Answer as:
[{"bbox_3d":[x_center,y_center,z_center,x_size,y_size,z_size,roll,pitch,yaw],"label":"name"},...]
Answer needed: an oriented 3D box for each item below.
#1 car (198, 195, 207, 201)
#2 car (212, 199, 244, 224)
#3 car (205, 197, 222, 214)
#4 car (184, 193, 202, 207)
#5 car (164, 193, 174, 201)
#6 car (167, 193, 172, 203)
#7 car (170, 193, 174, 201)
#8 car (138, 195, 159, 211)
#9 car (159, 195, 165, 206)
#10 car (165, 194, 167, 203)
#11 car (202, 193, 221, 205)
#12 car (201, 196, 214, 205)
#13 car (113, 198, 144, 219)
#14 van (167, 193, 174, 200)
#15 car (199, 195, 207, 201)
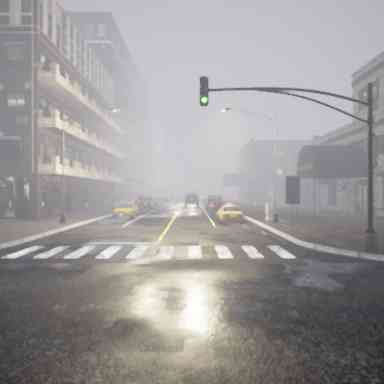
[{"bbox_3d":[2.627,1.473,84.718,2.008,1.369,4.403,0,0,0],"label":"car"},{"bbox_3d":[2.673,1.491,23.956,1.752,1.417,4.829,0,0,0],"label":"car"},{"bbox_3d":[2.664,1.532,34.865,1.802,1.307,4.206,0,0,0],"label":"car"},{"bbox_3d":[-0.040,1.164,50.203,2.150,2.045,5.566,0,0,0],"label":"car"},{"bbox_3d":[-5.753,1.261,84.711,2.192,1.841,5.009,0,0,0],"label":"car"},{"bbox_3d":[-5.741,1.494,68.094,1.887,1.381,4.507,0,0,0],"label":"car"},{"bbox_3d":[-5.745,1.387,73.632,1.967,1.590,4.097,0,0,0],"label":"car"},{"bbox_3d":[-5.720,1.283,40.397,2.192,1.841,5.009,0,0,0],"label":"car"},{"bbox_3d":[-5.729,1.509,51.476,2.008,1.369,4.403,0,0,0],"label":"car"},{"bbox_3d":[-5.732,1.479,56.845,1.752,1.417,4.829,0,0,0],"label":"car"},{"bbox_3d":[2.661,1.259,40.404,2.192,1.841,5.009,0,0,0],"label":"car"},{"bbox_3d":[2.648,1.481,57.021,2.008,1.369,4.403,0,0,0],"label":"car"},{"bbox_3d":[-5.712,1.507,29.148,1.752,1.417,4.829,0,0,0],"label":"car"},{"bbox_3d":[-5.757,1.288,90.252,1.690,1.788,3.998,0,0,0],"label":"van"},{"bbox_3d":[2.632,1.447,79.348,1.752,1.417,4.829,0,0,0],"label":"car"}]
